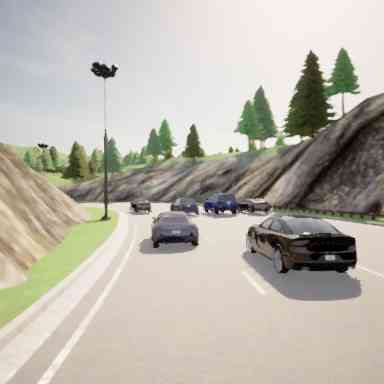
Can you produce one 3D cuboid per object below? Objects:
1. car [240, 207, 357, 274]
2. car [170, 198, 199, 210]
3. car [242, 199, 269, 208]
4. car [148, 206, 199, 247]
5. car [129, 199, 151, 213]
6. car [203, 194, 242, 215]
[{"bbox_3d":[3.137,1.445,10.541,1.882,1.535,5.008,0,0,-5],"label":"car"},{"bbox_3d":[-0.860,1.369,33.498,2.097,1.767,4.553,-1,0,-15],"label":"car"},{"bbox_3d":[6.266,1.430,34.427,2.128,1.511,4.902,-1,0,-13],"label":"car"},{"bbox_3d":[-0.890,1.577,15.346,1.994,1.385,4.181,-1,0,-7],"label":"car"},{"bbox_3d":[-6.033,1.567,38.374,2.128,1.511,4.902,0,0,-20],"label":"car"},{"bbox_3d":[2.825,1.198,33.967,2.150,2.045,5.566,0,0,-14],"label":"car"}]
